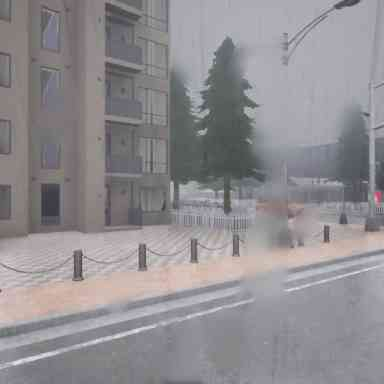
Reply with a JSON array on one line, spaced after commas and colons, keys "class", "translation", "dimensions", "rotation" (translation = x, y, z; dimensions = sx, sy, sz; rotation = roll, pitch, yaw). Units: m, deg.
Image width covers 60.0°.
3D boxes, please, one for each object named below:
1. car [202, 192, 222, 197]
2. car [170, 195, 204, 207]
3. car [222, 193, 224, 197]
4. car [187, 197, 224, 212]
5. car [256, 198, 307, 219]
[{"class": "car", "translation": [5.368, 1.113, 92.674], "dimensions": [1.932, 1.855, 4.605], "rotation": [0, 0, -37]}, {"class": "car", "translation": [-1.163, 1.563, 47.624], "dimensions": [2.033, 1.411, 5.357], "rotation": [0, 0, -37]}, {"class": "car", "translation": [7.454, 1.092, 94.739], "dimensions": [1.905, 1.878, 3.866], "rotation": [0, 0, -37]}, {"class": "car", "translation": [1.823, 1.579, 37.593], "dimensions": [1.994, 1.385, 4.181], "rotation": [0, 0, -37]}, {"class": "car", "translation": [7.869, 1.367, 29.606], "dimensions": [2.097, 1.767, 4.553], "rotation": [0, 0, -37]}]
